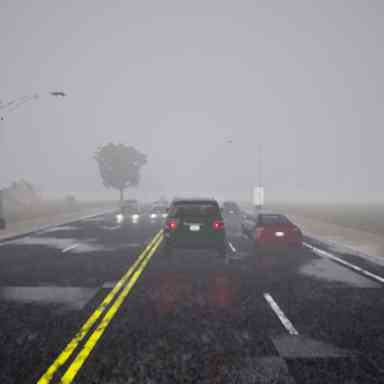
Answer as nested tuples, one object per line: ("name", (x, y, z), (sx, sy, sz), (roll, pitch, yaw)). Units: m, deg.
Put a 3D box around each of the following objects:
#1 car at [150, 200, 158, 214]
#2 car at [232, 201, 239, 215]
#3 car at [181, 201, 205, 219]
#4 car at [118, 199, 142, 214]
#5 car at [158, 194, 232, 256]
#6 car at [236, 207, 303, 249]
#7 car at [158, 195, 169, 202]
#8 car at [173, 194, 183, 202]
("car", (-3.355, 1.545, 35.742), (2.033, 1.411, 5.357), (0, 0, 0))
("car", (3.329, 1.524, 30.396), (1.812, 1.442, 4.674), (0, 0, 0))
("car", (0.089, 1.562, 29.838), (1.994, 1.385, 4.181), (0, 0, 0))
("car", (-6.602, 1.474, 35.961), (1.882, 1.535, 5.008), (0, 0, 0))
("car", (0.092, 1.222, 13.169), (2.150, 2.045, 5.566), (0, 0, 0))
("car", (3.340, 1.564, 14.663), (1.994, 1.385, 4.181), (0, 0, 0))
("car", (-6.516, 1.490, 76.986), (2.033, 1.411, 5.357), (0, 0, 0))
("car", (-3.265, 1.306, 77.017), (2.097, 1.767, 4.553), (0, 0, 0))
